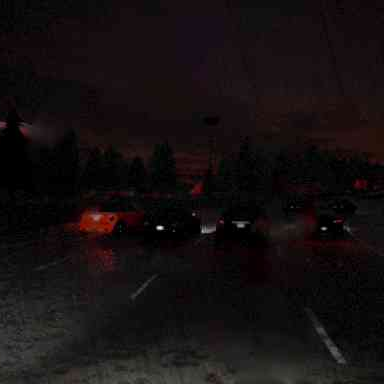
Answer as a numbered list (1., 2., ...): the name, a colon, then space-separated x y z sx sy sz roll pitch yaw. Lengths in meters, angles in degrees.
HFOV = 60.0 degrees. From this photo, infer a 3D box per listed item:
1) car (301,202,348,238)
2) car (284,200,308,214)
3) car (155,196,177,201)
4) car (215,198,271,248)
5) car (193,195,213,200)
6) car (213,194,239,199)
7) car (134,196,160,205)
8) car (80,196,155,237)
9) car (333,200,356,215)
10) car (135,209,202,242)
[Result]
1. car: 6.827 1.496 17.540 1.812 1.442 4.674 0 0 18
2. car: 10.897 1.481 33.542 2.033 1.411 5.357 0 0 35
3. car: -4.597 1.351 53.822 2.033 1.411 5.357 0 0 39
4. car: 2.401 1.312 14.859 2.097 1.767 4.553 0 0 14
5. car: 2.246 1.300 56.520 1.882 1.535 5.008 0 0 41
6. car: 6.081 1.192 55.580 2.097 1.767 4.553 0 0 42
7. car: -7.506 1.349 55.733 1.994 1.385 4.181 0 0 39
8. car: -3.998 1.276 17.898 2.097 1.767 4.553 0 0 15
9. car: 14.954 1.499 33.233 2.033 1.411 5.357 0 0 37
10. car: -0.856 1.507 16.181 1.994 1.385 4.181 0 0 15
